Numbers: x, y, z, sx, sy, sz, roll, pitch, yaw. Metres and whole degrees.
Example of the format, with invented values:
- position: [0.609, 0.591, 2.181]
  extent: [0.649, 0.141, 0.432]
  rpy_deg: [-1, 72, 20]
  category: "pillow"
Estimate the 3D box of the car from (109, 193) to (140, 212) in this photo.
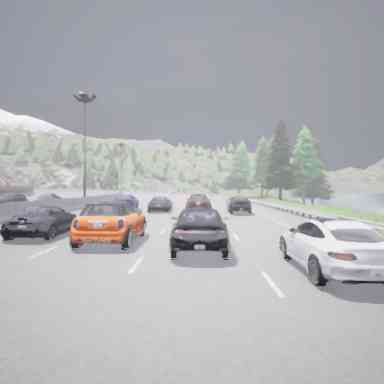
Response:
- position: [-6.380, 0.968, 32.046]
  extent: [1.882, 1.535, 5.008]
  rpy_deg: [0, 1, 1]
  category: "car"

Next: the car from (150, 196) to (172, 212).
- position: [-2.903, 1.089, 30.856]
  extent: [1.994, 1.385, 4.181]
  rpy_deg: [0, 1, 1]
  category: "car"

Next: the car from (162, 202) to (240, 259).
- position: [0.266, 1.314, 11.799]
  extent: [2.128, 1.511, 4.902]
  rpy_deg: [0, 1, 1]
  category: "car"

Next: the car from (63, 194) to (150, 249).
- position: [-3.201, 1.133, 13.532]
  extent: [2.097, 1.767, 4.553]
  rpy_deg: [0, 1, 1]
  category: "car"

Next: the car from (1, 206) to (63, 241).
- position: [-6.670, 1.307, 15.117]
  extent: [1.994, 1.385, 4.181]
  rpy_deg: [0, 1, 1]
  category: "car"

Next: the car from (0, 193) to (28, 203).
- position: [-20.564, 0.847, 37.858]
  extent: [1.837, 1.490, 4.892]
  rpy_deg: [0, 0, 0]
  category: "car"

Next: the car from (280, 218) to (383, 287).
- position: [3.702, 1.408, 8.827]
  extent: [1.812, 1.442, 4.674]
  rpy_deg: [0, 1, 1]
  category: "car"

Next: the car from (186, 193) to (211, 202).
- position: [0.552, 0.927, 28.433]
  extent: [2.097, 1.767, 4.553]
  rpy_deg: [0, 1, 1]
  category: "car"

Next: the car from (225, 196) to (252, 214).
- position: [4.069, 1.085, 29.293]
  extent: [1.837, 1.490, 4.892]
  rpy_deg: [0, 1, 1]
  category: "car"

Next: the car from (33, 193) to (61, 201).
- position: [-17.068, 0.859, 39.427]
  extent: [1.812, 1.442, 4.674]
  rpy_deg: [0, 1, -1]
  category: "car"
